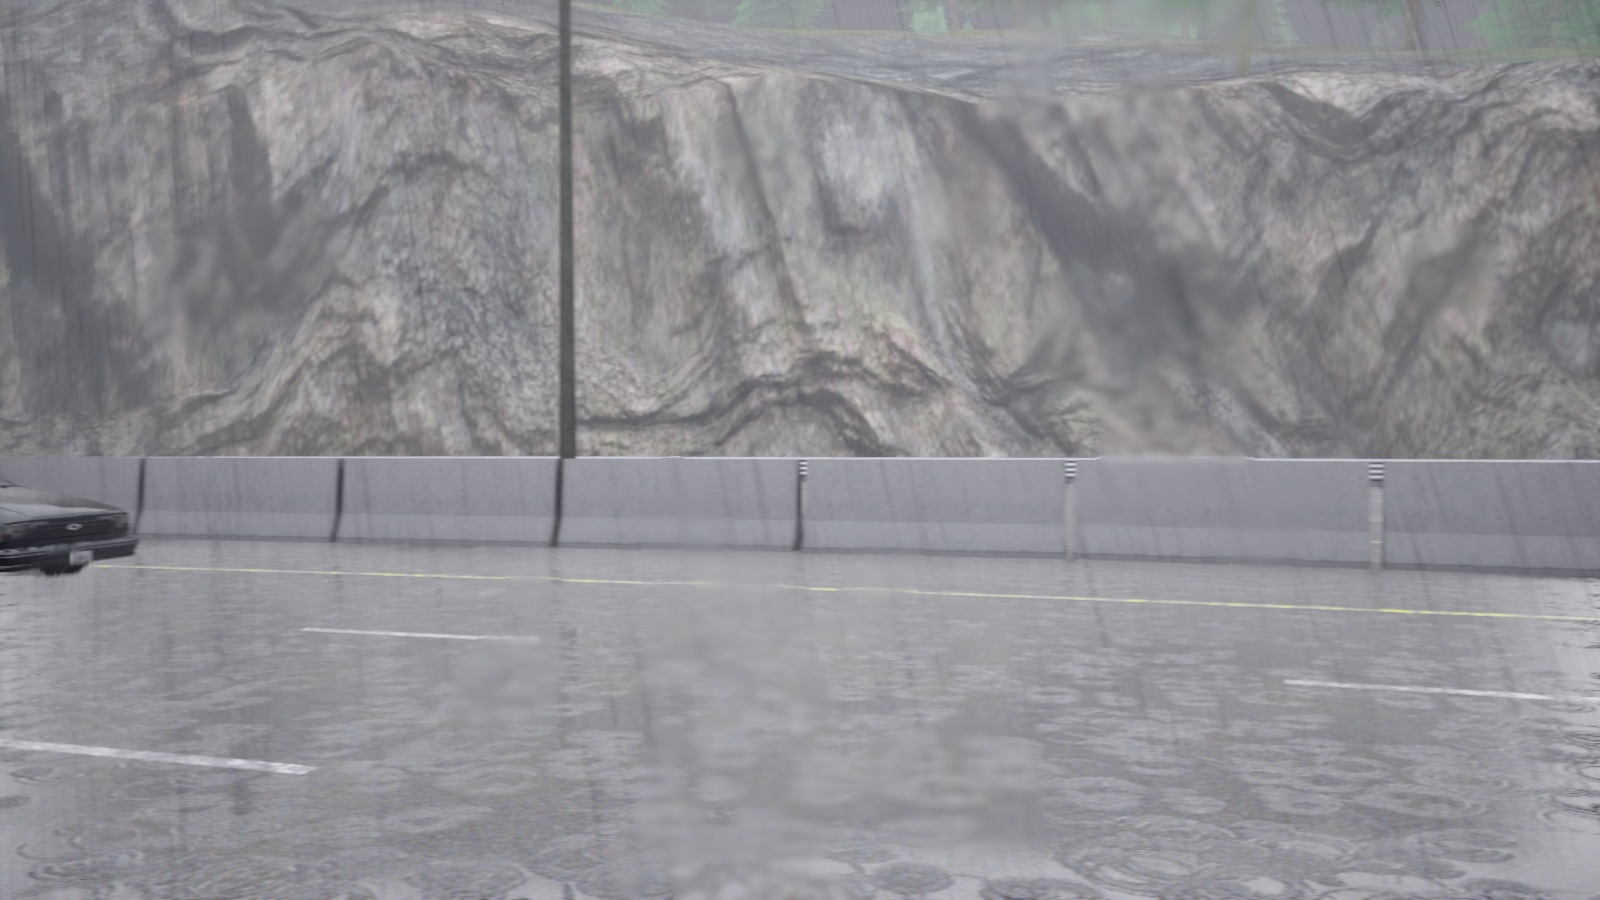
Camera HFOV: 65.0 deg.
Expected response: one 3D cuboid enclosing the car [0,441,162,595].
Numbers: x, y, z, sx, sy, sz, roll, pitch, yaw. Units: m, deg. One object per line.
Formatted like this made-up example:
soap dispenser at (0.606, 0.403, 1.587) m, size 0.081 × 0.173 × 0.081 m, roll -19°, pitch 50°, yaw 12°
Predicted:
car at (-9.800, 0.619, 13.353) m, size 5.357 × 1.411 × 2.033 m, roll 0°, pitch 1°, yaw 14°
